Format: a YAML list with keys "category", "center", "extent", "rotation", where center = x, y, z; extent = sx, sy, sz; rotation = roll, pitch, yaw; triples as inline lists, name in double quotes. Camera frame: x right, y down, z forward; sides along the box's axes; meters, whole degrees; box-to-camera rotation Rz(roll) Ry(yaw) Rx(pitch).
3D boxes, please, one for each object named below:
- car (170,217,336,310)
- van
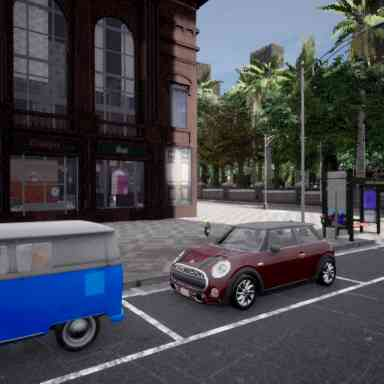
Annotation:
- category: "car"
  center: [1.475, 1.439, 7.710]
  extent: [4.097, 1.590, 1.967]
  rotation: [0, 0, -36]
- category: "van"
  center: [-2.941, 1.341, 4.557]
  extent: [3.998, 1.788, 1.690]
  rotation: [0, 0, -36]
